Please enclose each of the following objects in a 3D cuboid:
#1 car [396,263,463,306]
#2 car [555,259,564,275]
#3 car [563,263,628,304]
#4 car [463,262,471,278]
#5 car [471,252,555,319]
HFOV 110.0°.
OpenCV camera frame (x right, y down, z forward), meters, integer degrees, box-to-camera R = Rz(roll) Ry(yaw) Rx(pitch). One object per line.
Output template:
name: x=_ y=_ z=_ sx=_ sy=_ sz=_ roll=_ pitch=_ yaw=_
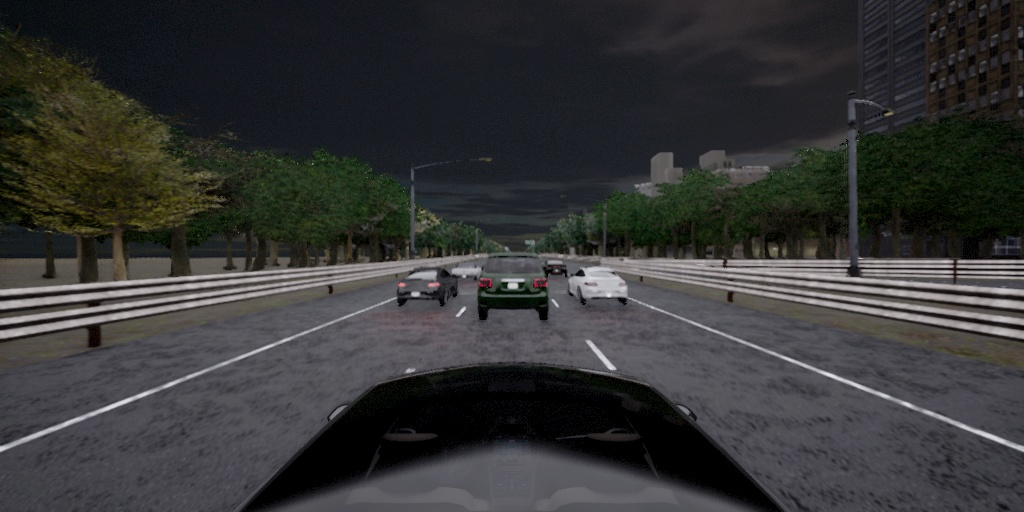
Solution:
car: x=-3.425 y=1.186 z=15.092 sx=1.812 sy=1.442 sz=4.674 roll=0 pitch=0 yaw=0
car: x=3.581 y=0.997 z=31.051 sx=1.882 sy=1.535 sz=5.008 roll=0 pitch=1 yaw=0
car: x=3.576 y=1.183 z=15.481 sx=1.812 sy=1.442 sz=4.674 roll=0 pitch=0 yaw=0
car: x=-3.437 y=1.153 z=28.064 sx=1.895 sy=1.301 sz=4.718 roll=0 pitch=1 yaw=0
car: x=0.059 y=0.898 z=12.604 sx=2.150 sy=2.045 sz=5.566 roll=0 pitch=0 yaw=1
